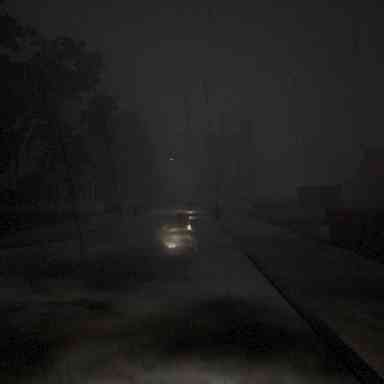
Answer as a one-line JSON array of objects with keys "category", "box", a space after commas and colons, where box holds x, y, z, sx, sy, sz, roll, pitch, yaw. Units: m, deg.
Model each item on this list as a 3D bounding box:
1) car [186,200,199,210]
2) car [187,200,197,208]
[{"category": "car", "box": [0.087, 2.128, 55.656, 1.837, 1.490, 4.892, 0, -1, 0]}, {"category": "car", "box": [-0.016, 2.287, 66.000, 2.033, 1.411, 5.357, 0, -1, 0]}]
